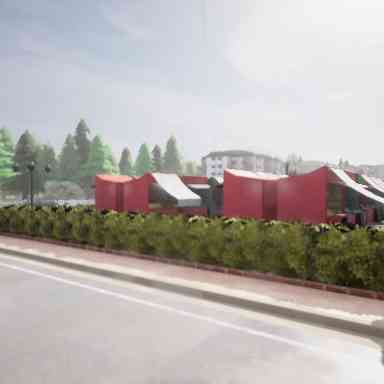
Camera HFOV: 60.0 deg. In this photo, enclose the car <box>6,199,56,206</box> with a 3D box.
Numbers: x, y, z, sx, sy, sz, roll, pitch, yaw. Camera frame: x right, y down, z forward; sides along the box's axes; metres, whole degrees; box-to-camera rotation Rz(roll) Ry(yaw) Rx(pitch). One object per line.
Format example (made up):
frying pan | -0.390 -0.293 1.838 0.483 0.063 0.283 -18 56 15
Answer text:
car | -17.901 1.462 36.918 2.033 1.411 5.357 0 0 36
